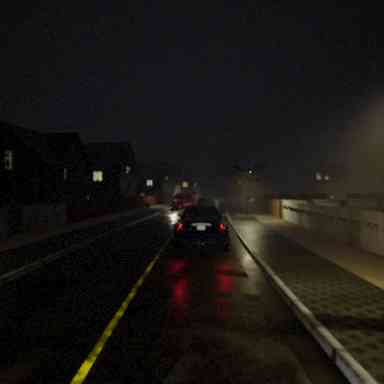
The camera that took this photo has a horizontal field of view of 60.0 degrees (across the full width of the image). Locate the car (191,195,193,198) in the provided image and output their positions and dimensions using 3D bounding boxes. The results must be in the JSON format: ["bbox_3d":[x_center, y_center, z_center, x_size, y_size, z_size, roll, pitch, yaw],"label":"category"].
[{"bbox_3d":[1.354,1.292,29.369,2.097,1.767,4.553,0,0,5],"label":"car"}]

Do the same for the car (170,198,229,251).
[{"bbox_3d":[0.418,1.318,14.186,2.097,1.767,4.553,0,0,2],"label":"car"}]

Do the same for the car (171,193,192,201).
[{"bbox_3d":[-0.947,1.145,36.489,2.150,2.045,5.566,0,0,6],"label":"car"}]
